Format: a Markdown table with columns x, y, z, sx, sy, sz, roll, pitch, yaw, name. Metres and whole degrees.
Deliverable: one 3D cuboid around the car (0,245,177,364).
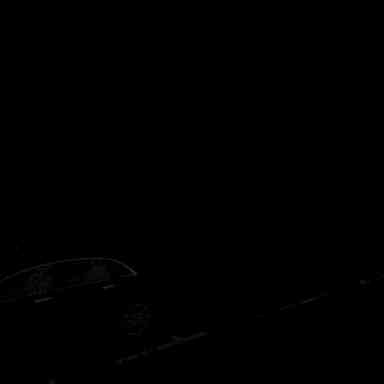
| x | y | z | sx | sy | sz | roll | pitch | yaw | name |
| --- | --- | --- | --- | --- | --- | --- | --- | --- | --- |
| -2.307 | 1.547 | 4.886 | 4.403 | 1.369 | 2.008 | 0 | 0 | -35 | car |
